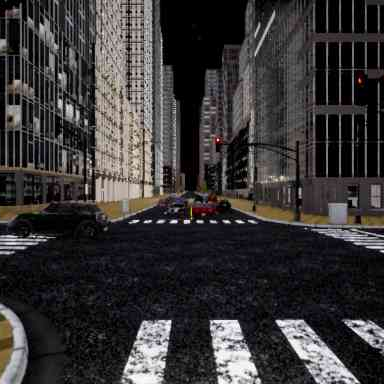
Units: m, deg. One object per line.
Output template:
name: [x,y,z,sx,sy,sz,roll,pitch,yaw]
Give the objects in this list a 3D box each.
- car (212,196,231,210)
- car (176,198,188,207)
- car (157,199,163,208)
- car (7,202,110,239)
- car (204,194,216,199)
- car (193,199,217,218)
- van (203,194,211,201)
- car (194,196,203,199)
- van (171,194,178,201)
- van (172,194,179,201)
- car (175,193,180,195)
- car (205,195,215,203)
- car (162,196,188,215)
car: [3.907,1.579,41.832,1.947,1.339,4.313,0,0,0]
car: [-1.603,1.607,53.974,1.895,1.301,4.718,0,0,0]
car: [-4.048,1.592,47.321,1.802,1.307,4.206,0,0,0]
car: [-6.475,1.267,16.387,4.553,1.767,2.097,2,0,-3]
car: [3.755,1.313,63.940,2.192,1.841,5.009,0,0,0]
car: [1.060,1.619,30.762,1.895,1.301,4.718,0,0,1]
van: [3.677,1.321,80.524,1.690,1.788,3.998,0,0,0]
car: [1.282,1.501,65.138,1.837,1.490,4.892,0,0,0]
van: [-4.203,1.321,80.487,1.690,1.788,3.998,0,0,0]
van: [-4.229,1.315,86.014,1.690,1.788,3.998,0,0,0]
car: [-4.177,1.426,74.960,1.967,1.590,4.097,0,0,0]
car: [3.729,1.432,69.469,1.967,1.590,4.097,0,0,0]
car: [-1.527,1.508,33.766,2.128,1.511,4.902,0,0,-1]
